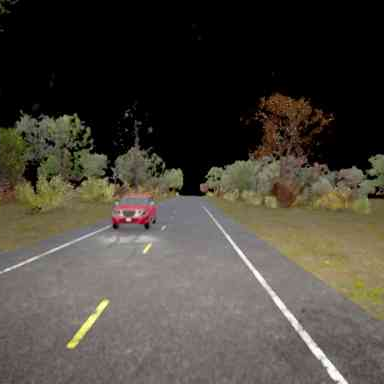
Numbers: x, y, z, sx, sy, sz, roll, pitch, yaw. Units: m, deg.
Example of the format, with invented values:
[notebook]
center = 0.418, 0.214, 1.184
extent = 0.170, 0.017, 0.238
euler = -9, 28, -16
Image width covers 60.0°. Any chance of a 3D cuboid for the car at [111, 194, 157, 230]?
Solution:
[car]
center = -3.498, 1.161, 21.109
extent = 2.150, 2.045, 5.566
euler = 0, 0, 0
